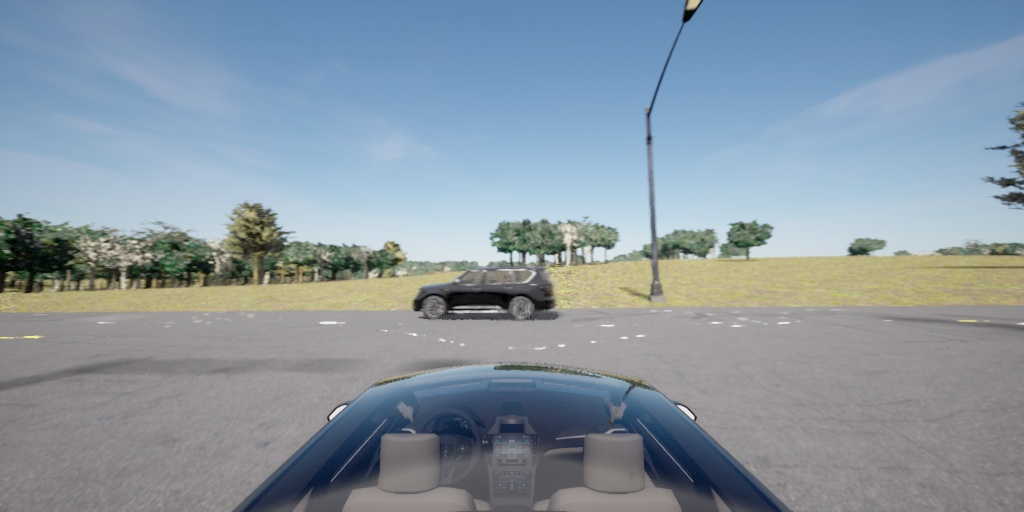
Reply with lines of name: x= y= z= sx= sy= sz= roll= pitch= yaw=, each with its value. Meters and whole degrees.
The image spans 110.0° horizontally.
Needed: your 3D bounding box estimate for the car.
car: x=-1.017 y=1.444 z=14.138 sx=5.566 sy=2.045 sz=2.150 roll=-1 pitch=-2 yaw=9
